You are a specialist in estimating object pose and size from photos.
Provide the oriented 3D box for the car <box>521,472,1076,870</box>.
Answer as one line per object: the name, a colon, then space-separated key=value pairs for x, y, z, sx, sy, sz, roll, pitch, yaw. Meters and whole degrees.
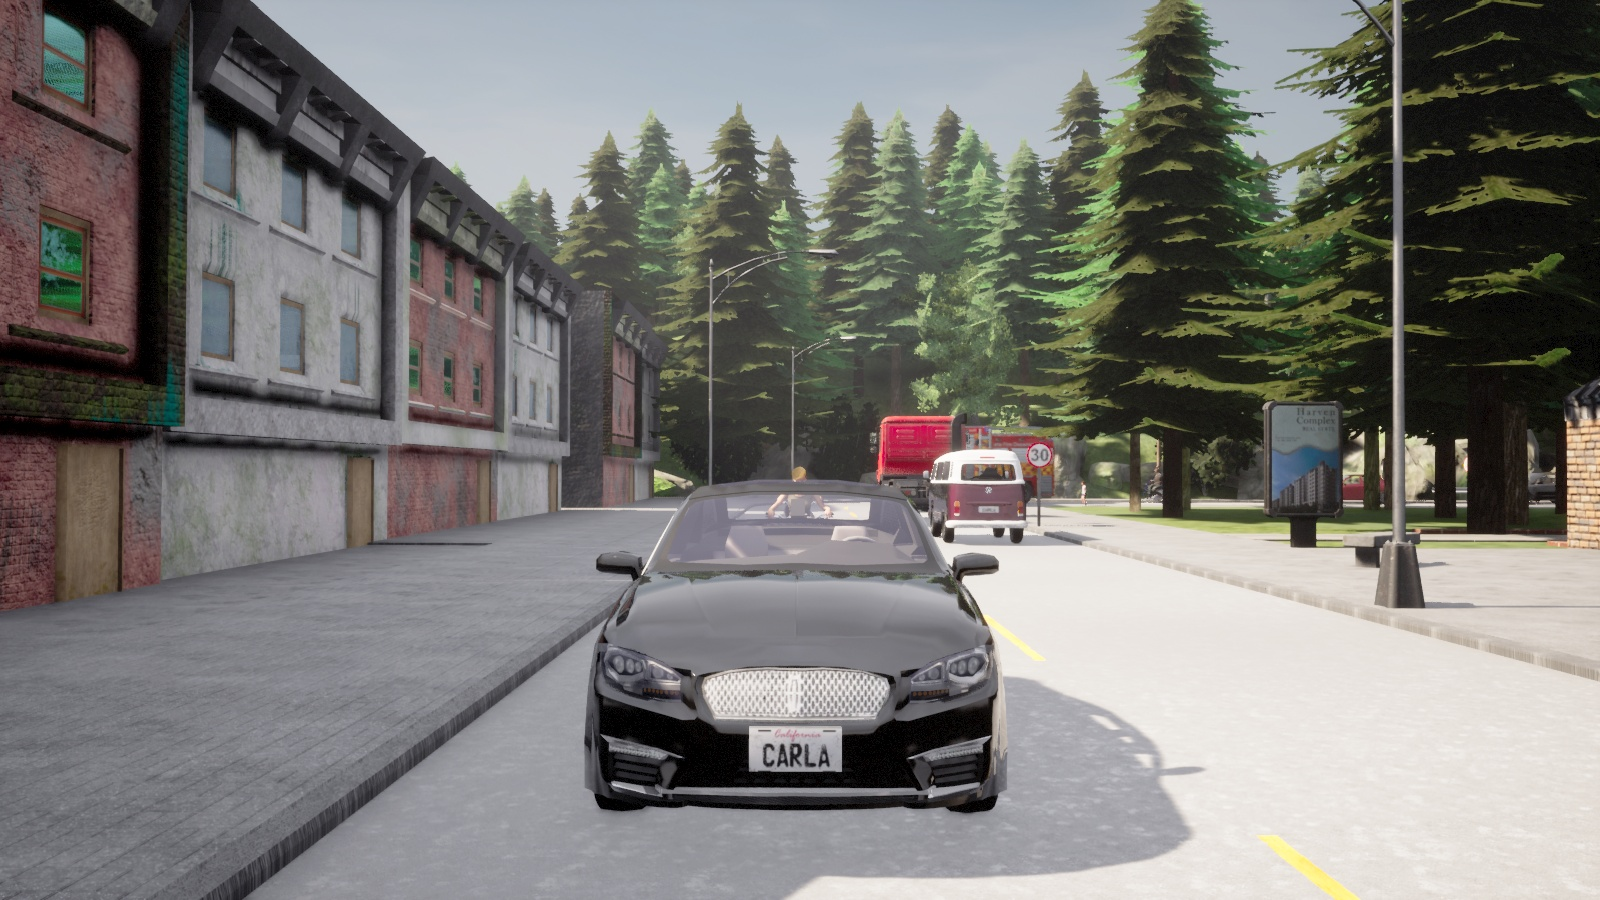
car: x=-0.007 y=0.893 z=7.279 sx=2.128 sy=1.511 sz=4.902 roll=0 pitch=-1 yaw=0

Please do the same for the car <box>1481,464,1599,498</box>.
car: x=37.325 y=1.573 z=63.429 sx=4.611 sy=1.667 sz=2.242 roll=0 pitch=-1 yaw=0

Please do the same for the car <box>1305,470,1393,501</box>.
car: x=27.664 y=1.780 z=63.376 sx=3.633 sy=1.501 sz=1.845 roll=0 pitch=-1 yaw=0

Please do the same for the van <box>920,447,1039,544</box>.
van: x=4.006 y=1.003 z=28.737 sx=2.069 sy=2.038 sz=4.480 roll=0 pitch=-1 yaw=0

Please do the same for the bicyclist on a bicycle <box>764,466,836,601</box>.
bicyclist on a bicycle: x=0.001 y=1.018 z=15.927 sx=0.866 sy=1.612 sz=1.509 roll=0 pitch=0 yaw=0

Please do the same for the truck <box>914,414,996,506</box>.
truck: x=6.851 y=0.547 z=56.707 sx=2.891 sy=3.827 sz=8.468 roll=-1 pitch=-2 yaw=2

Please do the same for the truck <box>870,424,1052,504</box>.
truck: x=7.978 y=0.666 z=62.576 sx=8.468 sy=3.827 sz=2.891 roll=0 pitch=0 yaw=-12

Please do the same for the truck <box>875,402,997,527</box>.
truck: x=4.011 y=0.466 z=38.741 sx=2.891 sy=3.462 sz=7.936 roll=0 pitch=-1 yaw=0
